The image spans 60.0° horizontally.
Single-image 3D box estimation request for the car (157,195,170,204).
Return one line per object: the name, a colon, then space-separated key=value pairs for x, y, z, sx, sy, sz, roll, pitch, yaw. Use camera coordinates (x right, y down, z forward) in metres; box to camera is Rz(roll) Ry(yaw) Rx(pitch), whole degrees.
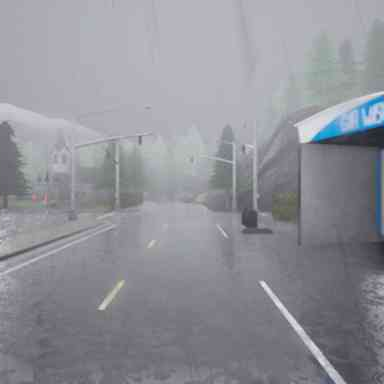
car: x=-5.720 y=1.428 z=65.751 sx=2.097 sy=1.767 sz=4.553 roll=0 pitch=0 yaw=-14
